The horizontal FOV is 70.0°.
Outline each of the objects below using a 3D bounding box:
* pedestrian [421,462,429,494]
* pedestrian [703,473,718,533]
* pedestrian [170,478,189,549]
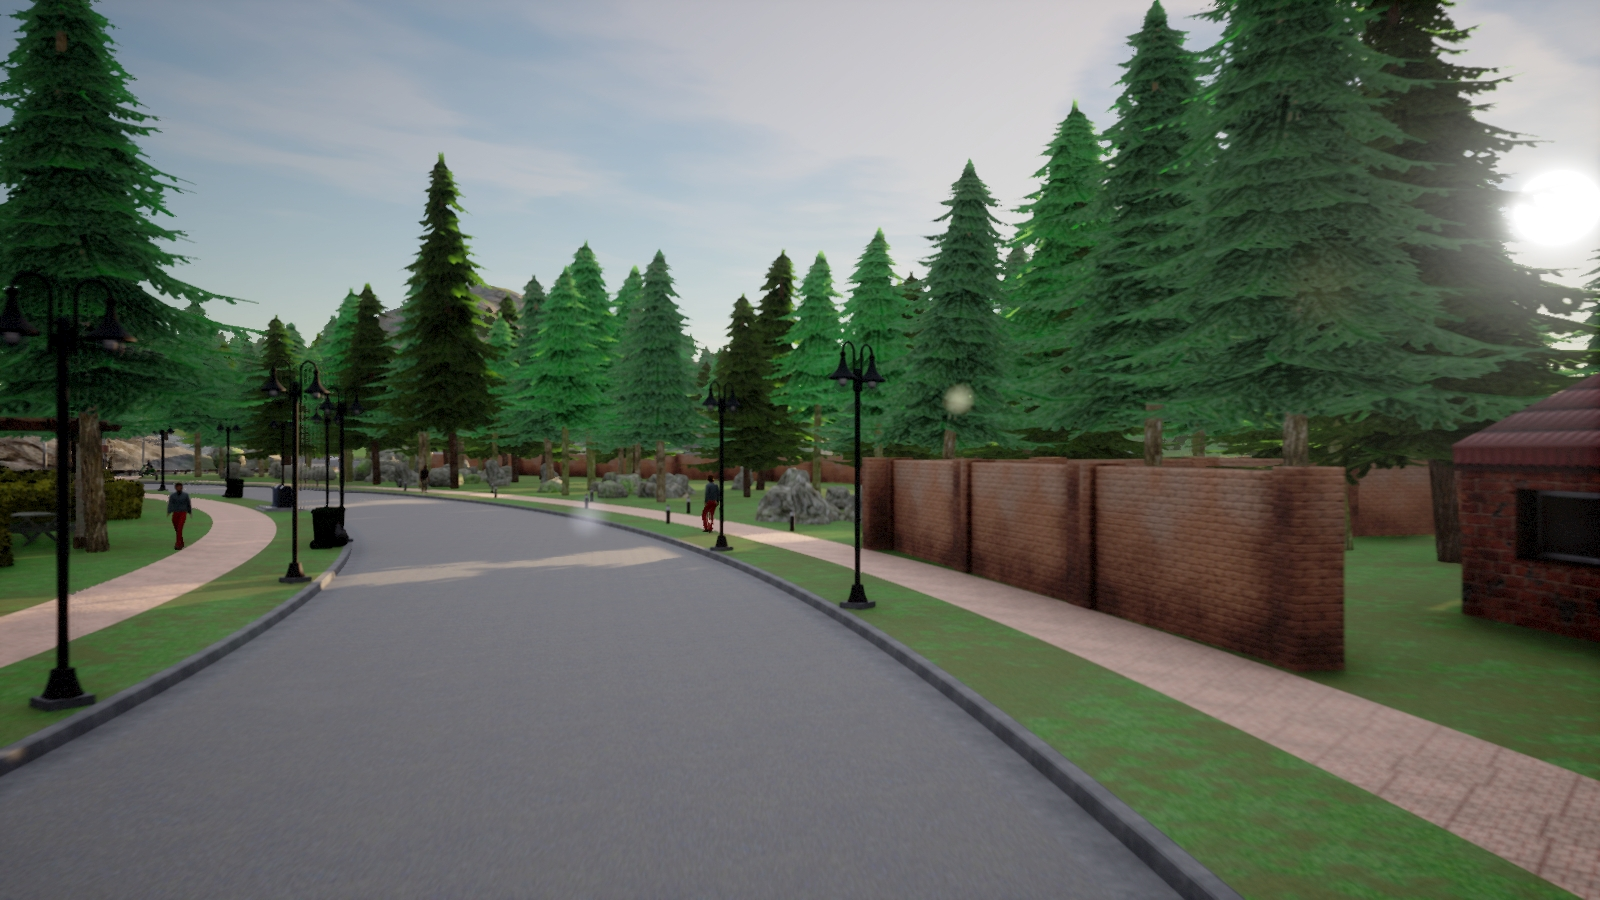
[{"bbox_3d":[-22.238,1.668,67.797,0.375,1.860,0.375,0,0,-36],"label":"pedestrian"},{"bbox_3d":[-2.830,1.668,36.124,0.375,1.860,0.375,0,0,-31],"label":"pedestrian"},{"bbox_3d":[-16.417,1.665,30.239,0.375,1.860,0.375,0,0,-19],"label":"pedestrian"}]
